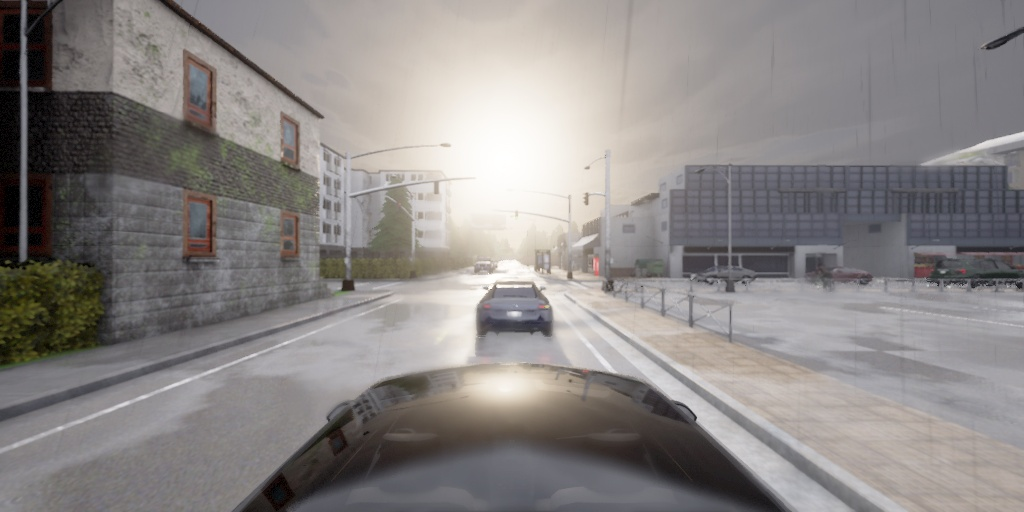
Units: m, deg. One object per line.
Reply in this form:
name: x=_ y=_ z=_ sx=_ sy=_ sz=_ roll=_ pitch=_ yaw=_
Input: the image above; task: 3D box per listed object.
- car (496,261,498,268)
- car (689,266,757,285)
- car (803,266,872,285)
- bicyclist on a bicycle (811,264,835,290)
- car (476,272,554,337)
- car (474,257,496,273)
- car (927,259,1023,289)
car: x=-3.617 y=1.576 z=56.502 sx=1.895 sy=1.301 sz=4.718 roll=0 pitch=0 yaw=0
car: x=17.052 y=1.530 z=29.077 sx=4.902 sy=1.511 sz=2.128 roll=0 pitch=0 yaw=0
car: x=26.417 y=1.565 z=29.099 sx=4.674 sy=1.442 sz=1.812 roll=0 pitch=0 yaw=0
bicyclist on a bicycle: x=18.703 y=1.309 z=21.599 sx=0.582 sy=1.620 sz=1.656 roll=0 pitch=-1 yaw=0
car: x=0.068 y=1.350 z=10.481 sx=1.994 sy=1.385 sz=4.181 roll=0 pitch=0 yaw=0
car: x=-3.623 y=1.157 z=46.611 sx=2.150 sy=2.045 sz=5.566 roll=0 pitch=0 yaw=0
car: x=33.221 y=1.245 z=25.428 sx=5.566 sy=2.045 sz=2.150 roll=0 pitch=0 yaw=0
